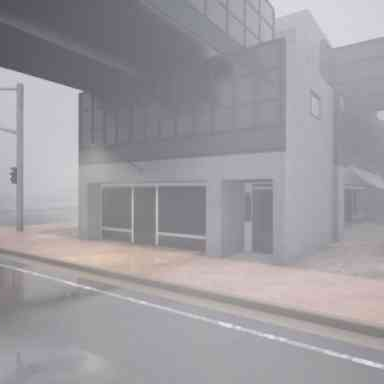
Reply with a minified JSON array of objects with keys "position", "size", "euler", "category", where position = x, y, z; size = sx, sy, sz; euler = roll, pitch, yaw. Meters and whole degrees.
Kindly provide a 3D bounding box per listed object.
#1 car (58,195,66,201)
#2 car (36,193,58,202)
[{"position":[-28.892,1.280,71.754],"size":[3.905,1.438,1.784],"euler":[0,0,35],"category":"car"},{"position":[-30.619,1.070,69.428],"size":[4.605,1.855,1.932],"euler":[0,0,35],"category":"car"}]
